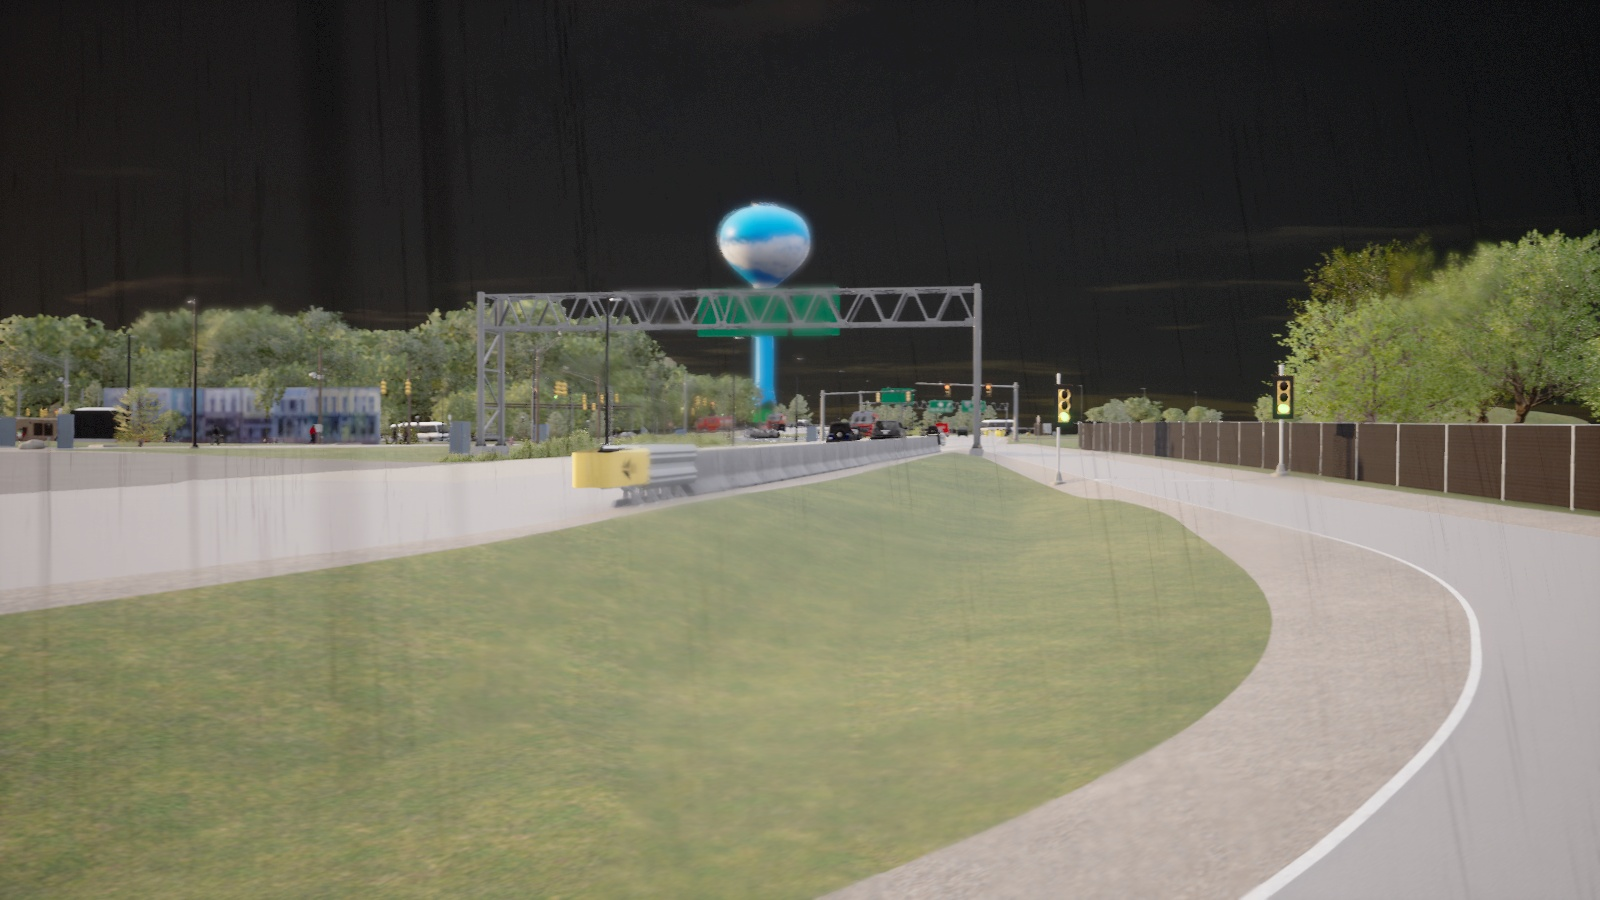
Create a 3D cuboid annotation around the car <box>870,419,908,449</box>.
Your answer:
[{"bbox_3d":[6.394,-1.145,89.308,2.150,2.045,5.566,0,1,10],"label":"car"}]

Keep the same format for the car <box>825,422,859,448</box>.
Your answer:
[{"bbox_3d":[3.060,-1.084,90.570,1.905,1.878,3.866,0,1,10],"label":"car"}]
